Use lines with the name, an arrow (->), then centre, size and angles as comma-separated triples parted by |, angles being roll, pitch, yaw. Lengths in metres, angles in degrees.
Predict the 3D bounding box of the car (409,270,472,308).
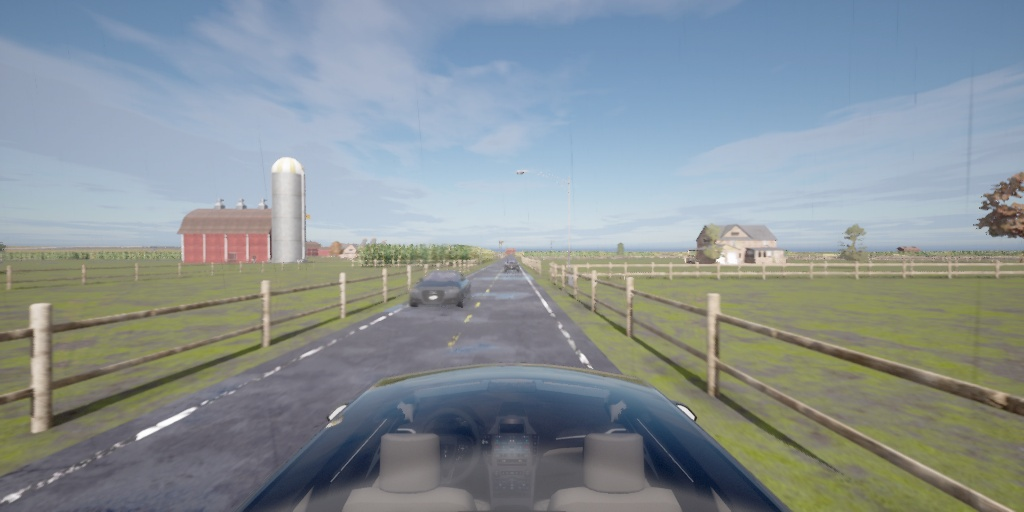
car -> -2.811, 1.296, 14.858 | 1.994, 1.385, 4.181 | 0, 0, 1

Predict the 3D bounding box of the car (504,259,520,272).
car -> -0.017, 1.169, 44.359 | 2.128, 1.511, 4.902 | 0, 0, 0
